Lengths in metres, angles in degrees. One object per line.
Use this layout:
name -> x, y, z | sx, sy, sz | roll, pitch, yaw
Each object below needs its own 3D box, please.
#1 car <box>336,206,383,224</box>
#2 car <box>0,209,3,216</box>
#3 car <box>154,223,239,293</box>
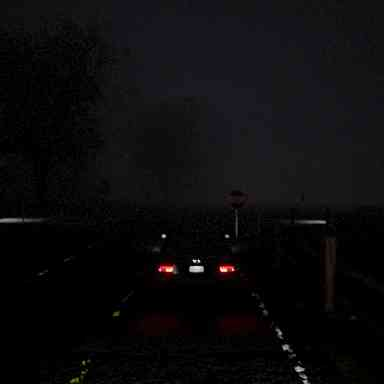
car -> 13.761, 1.784, 26.414 | 4.181, 1.385, 1.994 | 1, 0, 2
car -> -16.420, 1.335, 24.682 | 4.181, 1.385, 1.994 | 1, 0, 3
car -> 0.096, 1.547, 8.984 | 2.033, 1.411, 5.357 | 0, 0, 0
